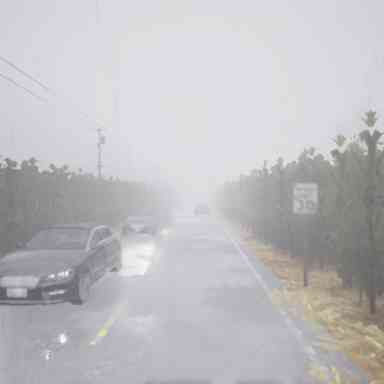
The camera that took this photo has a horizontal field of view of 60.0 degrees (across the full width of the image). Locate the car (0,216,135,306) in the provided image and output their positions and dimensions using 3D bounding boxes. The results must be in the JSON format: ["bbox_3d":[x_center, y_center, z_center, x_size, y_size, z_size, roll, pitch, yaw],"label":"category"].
[{"bbox_3d":[-3.085,1.591,8.460,2.128,1.511,4.902,0,-1,2],"label":"car"}]

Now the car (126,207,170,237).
[{"bbox_3d":[-2.749,1.723,19.572,2.128,1.511,4.902,0,-1,2],"label":"car"}]

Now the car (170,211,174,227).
[{"bbox_3d":[-2.484,1.876,25.407,1.994,1.385,4.181,0,-1,2],"label":"car"}]

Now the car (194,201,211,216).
[{"bbox_3d":[1.210,2.025,38.625,1.994,1.385,4.181,0,-1,2],"label":"car"}]

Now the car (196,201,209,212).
[{"bbox_3d":[1.495,2.106,48.627,1.812,1.442,4.674,0,-1,2],"label":"car"}]
